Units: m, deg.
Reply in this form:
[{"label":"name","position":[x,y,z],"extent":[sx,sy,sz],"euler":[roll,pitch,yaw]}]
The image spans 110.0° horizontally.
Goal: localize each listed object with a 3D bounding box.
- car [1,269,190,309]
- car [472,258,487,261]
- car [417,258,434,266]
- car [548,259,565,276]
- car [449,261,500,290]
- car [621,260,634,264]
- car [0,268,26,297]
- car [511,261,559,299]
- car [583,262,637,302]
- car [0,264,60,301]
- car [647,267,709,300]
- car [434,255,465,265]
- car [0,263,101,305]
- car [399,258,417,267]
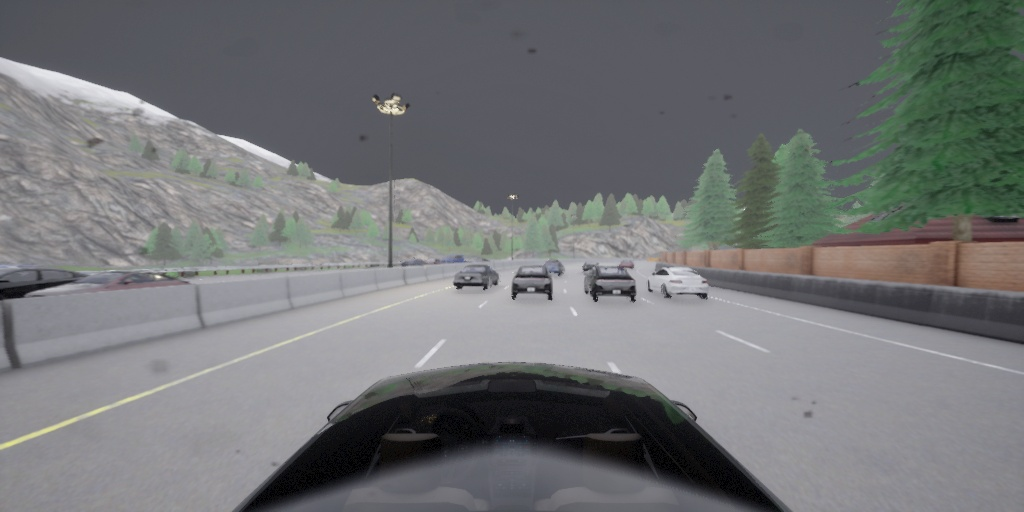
[{"label":"car","position":[-13.612,1.224,12.411],"extent":[1.994,1.385,4.181],"euler":[0,0,4]},{"label":"car","position":[-5.050,1.099,54.553],"extent":[1.837,1.490,4.892],"euler":[0,0,19]},{"label":"car","position":[-12.209,1.085,55.283],"extent":[1.812,1.442,4.674],"euler":[0,0,19]},{"label":"car","position":[4.233,1.231,36.212],"extent":[2.033,1.411,5.357],"euler":[0,0,14]},{"label":"car","position":[-2.022,1.238,21.781],"extent":[2.033,1.411,5.357],"euler":[0,0,8]},{"label":"car","position":[17.472,1.263,54.389],"extent":[1.994,1.385,4.181],"euler":[0,0,22]},{"label":"car","position":[-23.997,1.207,14.599],"extent":[1.895,1.301,4.718],"euler":[0,0,4]},{"label":"car","position":[1.075,1.207,17.673],"extent":[2.128,1.511,4.902],"euler":[0,0,6]},{"label":"car","position":[4.497,1.225,16.924],"extent":[2.128,1.511,4.902],"euler":[0,0,6]},{"label":"car","position":[-17.143,1.122,12.214],"extent":[1.882,1.535,5.008],"euler":[0,0,4]},{"label":"car","position":[8.122,1.273,17.864],"extent":[1.812,1.442,4.674],"euler":[0,0,7]},{"label":"car","position":[-9.003,0.799,53.859],"extent":[2.150,2.045,5.566],"euler":[0,0,19]},{"label":"car","position":[-20.481,1.101,14.439],"extent":[1.882,1.535,5.008],"euler":[0,0,5]},{"label":"car","position":[-15.473,1.089,56.641],"extent":[2.033,1.411,5.357],"euler":[0,0,19]}]
